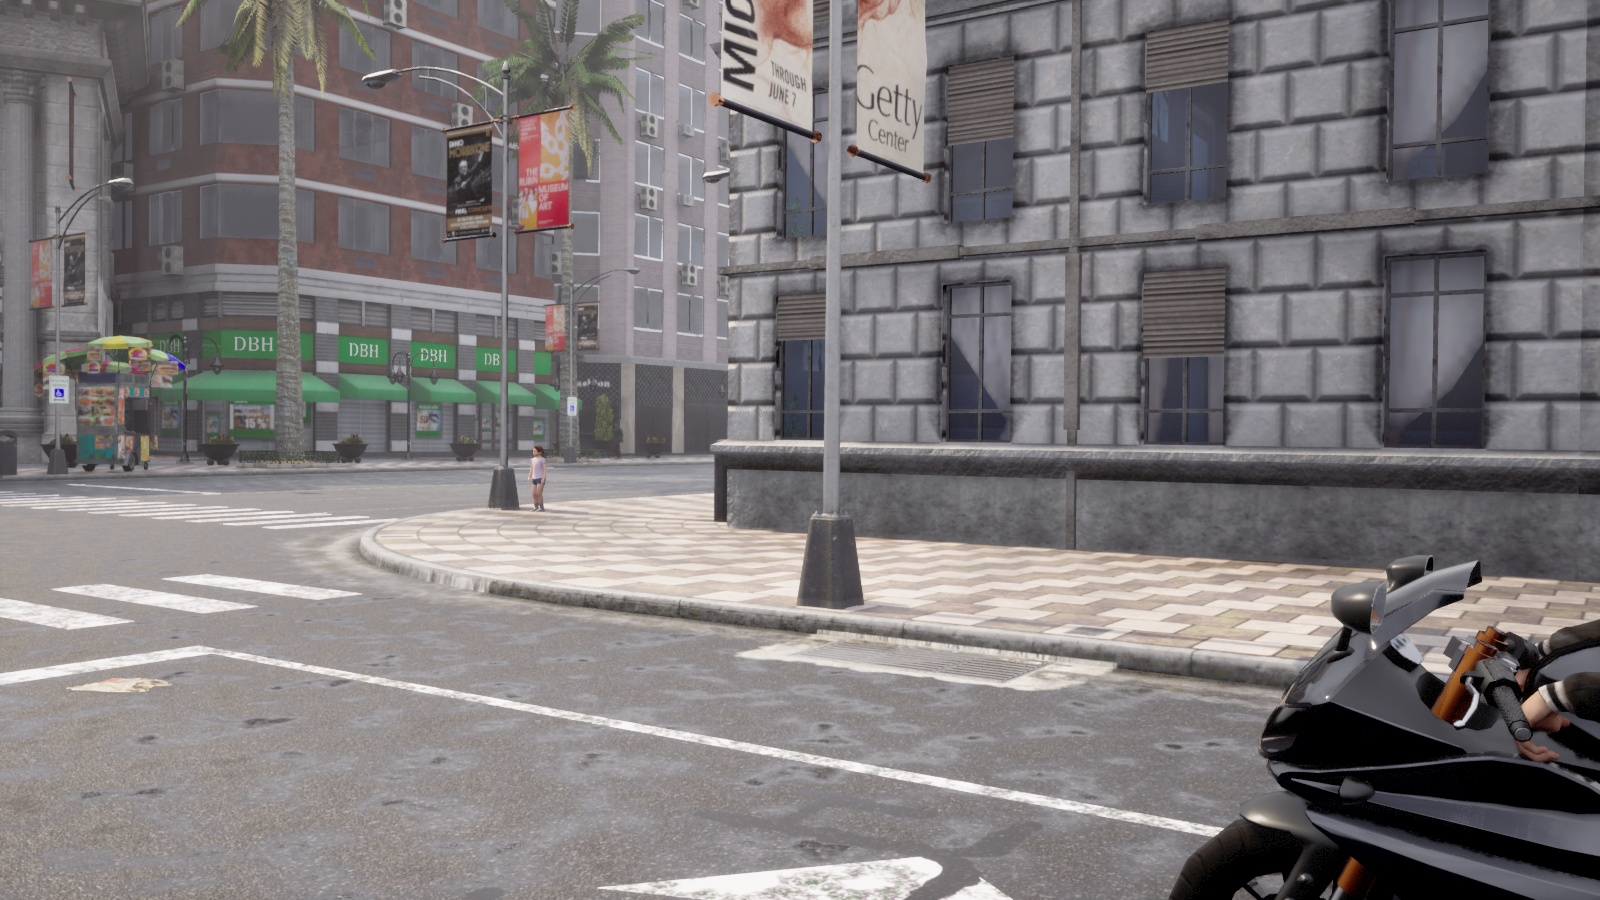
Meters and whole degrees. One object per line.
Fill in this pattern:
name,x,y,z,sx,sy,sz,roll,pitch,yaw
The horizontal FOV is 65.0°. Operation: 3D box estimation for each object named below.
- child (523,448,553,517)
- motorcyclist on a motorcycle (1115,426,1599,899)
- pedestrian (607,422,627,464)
child,-4.263,0.527,20.450,0.255,1.110,0.394,0,1,42
motorcyclist on a motorcycle,1.824,0.717,2.412,2.191,1.530,0.866,0,1,34
pedestrian,-8.420,-0.324,57.708,0.788,1.949,0.423,-1,1,-38
